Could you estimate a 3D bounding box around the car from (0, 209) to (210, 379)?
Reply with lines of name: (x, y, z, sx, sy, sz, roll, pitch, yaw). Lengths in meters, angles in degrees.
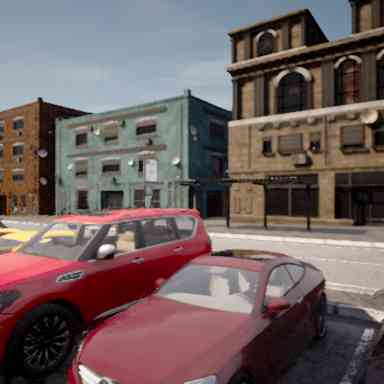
car: (-1.707, 1.395, 6.335, 2.435, 2.045, 5.566, -1, -1, 35)

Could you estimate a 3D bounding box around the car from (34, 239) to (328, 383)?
car: (0.580, 1.630, 4.740, 2.002, 1.452, 4.674, -1, -1, 35)
